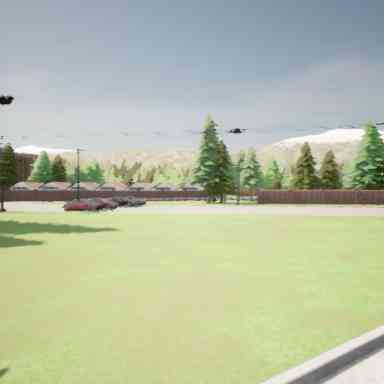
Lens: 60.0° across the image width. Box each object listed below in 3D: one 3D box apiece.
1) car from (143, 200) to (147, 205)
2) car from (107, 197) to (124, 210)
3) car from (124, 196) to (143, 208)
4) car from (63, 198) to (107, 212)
[{"bbox_3d":[-9.364,1.445,50.929,4.892,1.490,1.837,0,0,12],"label":"car"},{"bbox_3d":[-11.180,1.473,40.580,4.674,1.442,1.812,0,0,12],"label":"car"},{"bbox_3d":[-10.048,1.448,47.496,4.892,1.490,1.837,0,0,12],"label":"car"},{"bbox_3d":[-12.164,1.515,37.210,4.181,1.385,1.994,0,0,12],"label":"car"}]
